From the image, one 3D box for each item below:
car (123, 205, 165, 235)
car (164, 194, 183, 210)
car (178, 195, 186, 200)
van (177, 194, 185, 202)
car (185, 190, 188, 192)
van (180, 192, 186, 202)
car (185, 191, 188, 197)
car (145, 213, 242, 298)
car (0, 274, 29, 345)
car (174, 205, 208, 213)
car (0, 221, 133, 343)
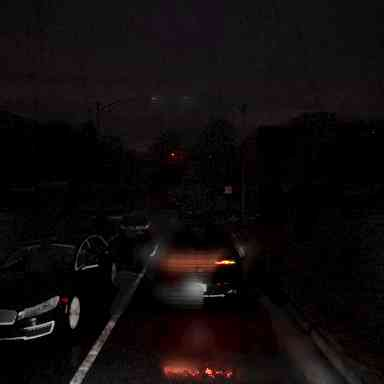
[{"bbox_3d":[-2.644,1.585,17.432,1.802,1.307,4.206,-2,0,0],"label":"car"},{"bbox_3d":[-2.627,1.490,44.209,1.967,1.590,4.097,-2,0,0],"label":"car"},{"bbox_3d":[-2.578,1.443,88.529,2.008,1.369,4.403,-1,0,0],"label":"car"},{"bbox_3d":[-2.594,1.314,77.445,1.690,1.788,3.998,-1,0,0],"label":"van"},{"bbox_3d":[-2.576,1.146,94.078,2.192,1.841,5.009,-1,1,0],"label":"car"},{"bbox_3d":[-2.606,1.369,66.365,1.690,1.788,3.998,-1,0,0],"label":"van"},{"bbox_3d":[-2.602,1.319,71.908,2.192,1.841,5.009,-1,0,0],"label":"car"},{"bbox_3d":[0.110,1.503,8.490,1.837,1.490,4.892,0,0,0],"label":"car"},{"bbox_3d":[-2.658,1.550,1.088,2.008,1.369,4.403,-2,0,0],"label":"car"},{"bbox_3d":[0.145,1.604,18.621,1.895,1.301,4.718,0,0,1],"label":"car"},{"bbox_3d":[-2.654,1.549,6.537,2.008,1.369,4.403,-2,0,0],"label":"car"}]
